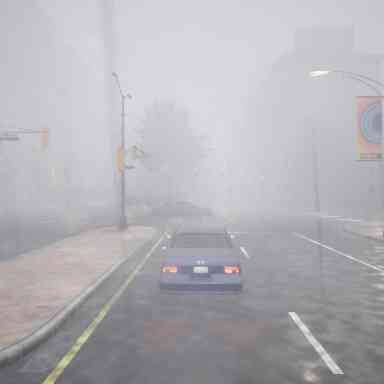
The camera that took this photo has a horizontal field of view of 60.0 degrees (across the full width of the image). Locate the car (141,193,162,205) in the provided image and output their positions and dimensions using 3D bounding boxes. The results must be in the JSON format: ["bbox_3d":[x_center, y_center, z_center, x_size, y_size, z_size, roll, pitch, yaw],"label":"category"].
[{"bbox_3d":[-7.015,1.352,57.972,2.097,1.767,4.553,0,0,1],"label":"car"}]

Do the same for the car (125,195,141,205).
[{"bbox_3d":[-10.515,1.352,57.850,2.097,1.767,4.553,0,0,1],"label":"car"}]

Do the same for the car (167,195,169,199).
[{"bbox_3d":[-6.588,1.525,76.518,2.128,1.511,4.902,0,0,1],"label":"car"}]

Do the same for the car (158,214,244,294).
[{"bbox_3d":[0.229,1.547,8.920,2.033,1.411,5.357,0,0,1],"label":"car"}]

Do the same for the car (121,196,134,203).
[{"bbox_3d":[-13.464,1.595,69.814,1.895,1.301,4.718,0,0,1],"label":"car"}]

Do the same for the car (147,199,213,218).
[{"bbox_3d":[-0.874,1.547,29.109,5.357,1.411,2.033,0,0,1],"label":"car"}]

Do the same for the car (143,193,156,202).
[{"bbox_3d":[-10.048,1.225,78.710,2.150,2.045,5.566,0,0,1],"label":"car"}]

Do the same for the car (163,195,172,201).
[{"bbox_3d":[-6.400,1.478,86.611,1.882,1.535,5.008,0,0,1],"label":"car"}]

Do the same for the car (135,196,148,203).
[{"bbox_3d":[-10.254,1.505,68.025,1.837,1.490,4.892,0,0,1],"label":"car"}]

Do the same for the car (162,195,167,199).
[{"bbox_3d":[-6.799,1.352,66.744,2.097,1.767,4.553,0,0,1],"label":"car"}]
